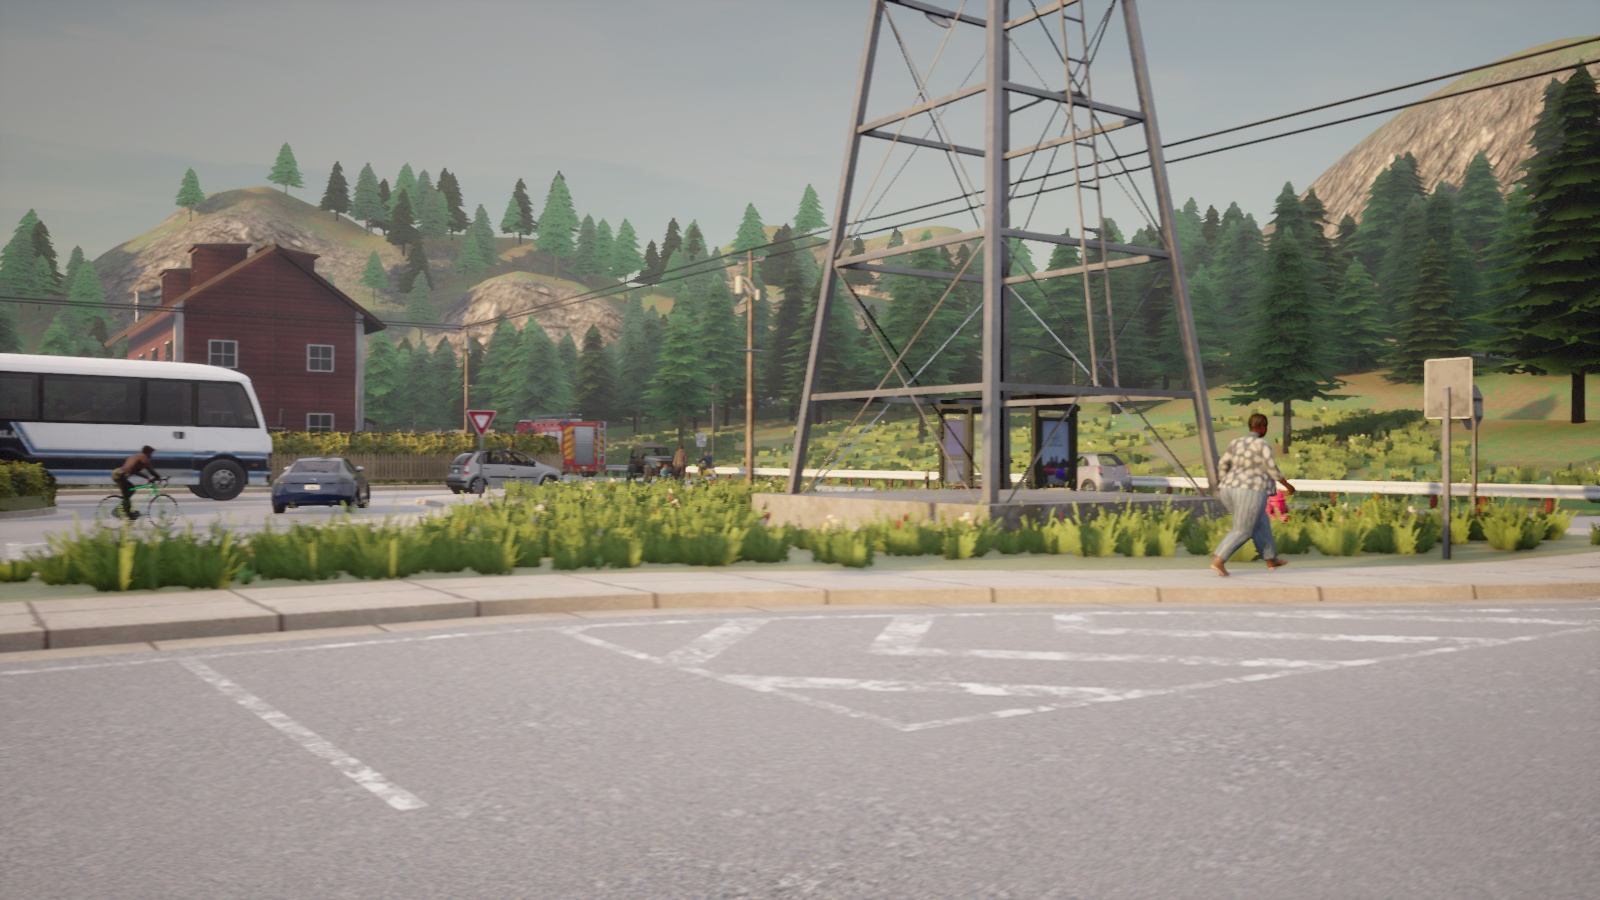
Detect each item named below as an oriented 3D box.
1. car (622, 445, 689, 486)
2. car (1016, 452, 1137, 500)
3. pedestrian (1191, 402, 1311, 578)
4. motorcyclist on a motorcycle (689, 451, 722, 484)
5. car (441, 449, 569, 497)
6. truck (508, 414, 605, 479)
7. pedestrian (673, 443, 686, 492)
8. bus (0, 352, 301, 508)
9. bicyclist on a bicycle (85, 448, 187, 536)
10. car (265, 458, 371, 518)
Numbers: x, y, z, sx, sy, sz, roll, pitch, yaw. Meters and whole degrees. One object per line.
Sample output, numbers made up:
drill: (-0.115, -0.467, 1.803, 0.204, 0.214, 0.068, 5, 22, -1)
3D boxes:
car: (-6.785, 0.699, 58.565, 1.905, 1.878, 3.866, 0, 0, -26)
car: (9.110, 0.839, 41.601, 1.845, 1.501, 3.633, 0, 0, -34)
pedestrian: (4.950, 0.424, 13.821, 0.900, 1.855, 0.874, 0, 0, -14)
motorcyclist on a motorcycle: (-4.681, 0.860, 62.058, 0.866, 1.590, 1.817, 0, 0, -32)
car: (-10.397, 0.774, 44.376, 3.988, 1.617, 1.851, 0, 0, -38)
truck: (-15.216, -0.197, 77.902, 2.891, 3.827, 8.468, 0, 0, -34)
pedestrian: (-4.492, 0.654, 46.816, 0.328, 1.805, 0.869, 0, 0, -15)
bus: (-20.734, -0.497, 37.371, 10.273, 4.253, 3.944, 1, -1, -34)
bicyclist on a bicycle: (-12.652, 0.783, 23.969, 0.582, 1.620, 1.656, 0, 0, 31)
car: (-12.115, 0.912, 31.806, 1.994, 1.385, 4.181, 0, 0, -14)
